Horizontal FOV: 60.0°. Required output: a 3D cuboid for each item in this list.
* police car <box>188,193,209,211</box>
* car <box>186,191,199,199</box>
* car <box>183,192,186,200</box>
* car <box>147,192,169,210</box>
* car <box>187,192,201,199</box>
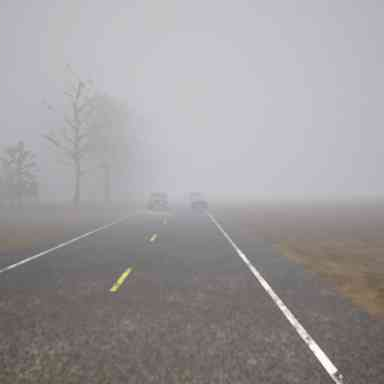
[{"bbox_3d":[0.792,1.205,36.945,1.930,1.638,5.238,0,0,-1],"label":"police car"},{"bbox_3d":[0.533,0.920,52.878,2.150,2.045,5.566,0,0,-1],"label":"car"},{"bbox_3d":[-0.929,0.861,71.544,2.097,1.767,4.553,0,0,-1],"label":"car"},{"bbox_3d":[-3.886,0.989,39.038,2.150,2.045,5.566,0,0,-1],"label":"car"},{"bbox_3d":[0.640,1.205,46.844,1.882,1.535,5.008,0,0,-1],"label":"car"}]
